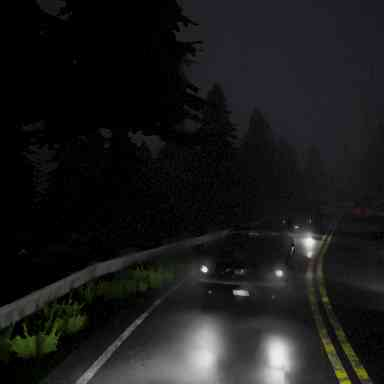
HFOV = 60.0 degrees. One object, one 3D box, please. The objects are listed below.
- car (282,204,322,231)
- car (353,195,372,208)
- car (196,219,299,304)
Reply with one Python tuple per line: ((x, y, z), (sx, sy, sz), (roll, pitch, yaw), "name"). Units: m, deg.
((6.703, 1.461, 20.056), (2.033, 1.411, 5.357), (-2, 0, 26), "car")
((20.690, 1.060, 40.214), (2.128, 1.511, 4.902), (-2, 0, 28), "car")
((1.603, 1.599, 8.423), (1.895, 1.301, 4.718), (-1, 0, 18), "car")
